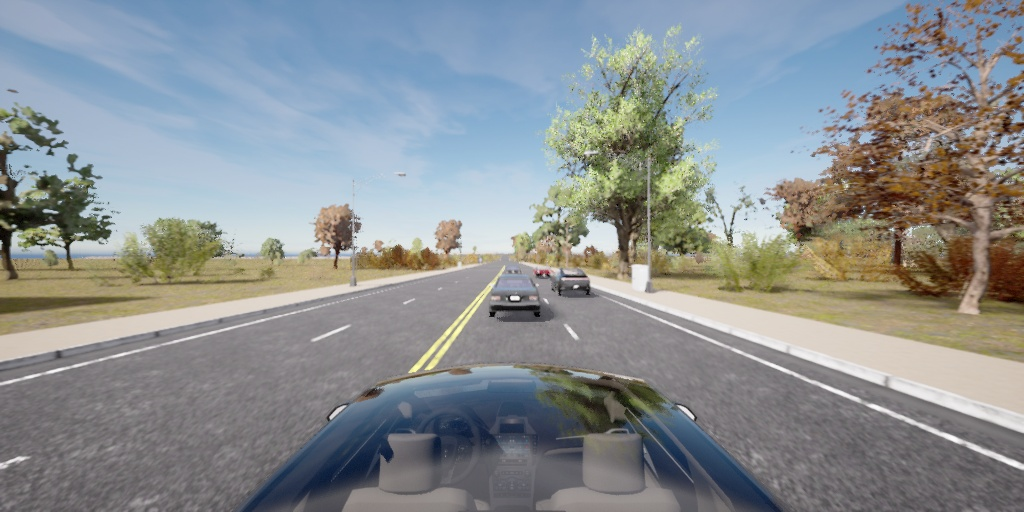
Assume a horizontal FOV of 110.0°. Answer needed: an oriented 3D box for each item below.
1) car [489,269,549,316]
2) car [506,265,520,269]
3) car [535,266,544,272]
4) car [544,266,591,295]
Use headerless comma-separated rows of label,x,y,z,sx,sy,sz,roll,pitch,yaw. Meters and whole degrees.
car,0.096,1.421,13.982,2.033,1.411,5.357,0,-1,0
car,0.093,1.646,37.542,2.033,1.411,5.357,0,-1,0
car,3.338,1.720,39.625,1.895,1.301,4.718,0,-1,0
car,3.353,1.436,21.210,2.128,1.511,4.902,0,-1,0
